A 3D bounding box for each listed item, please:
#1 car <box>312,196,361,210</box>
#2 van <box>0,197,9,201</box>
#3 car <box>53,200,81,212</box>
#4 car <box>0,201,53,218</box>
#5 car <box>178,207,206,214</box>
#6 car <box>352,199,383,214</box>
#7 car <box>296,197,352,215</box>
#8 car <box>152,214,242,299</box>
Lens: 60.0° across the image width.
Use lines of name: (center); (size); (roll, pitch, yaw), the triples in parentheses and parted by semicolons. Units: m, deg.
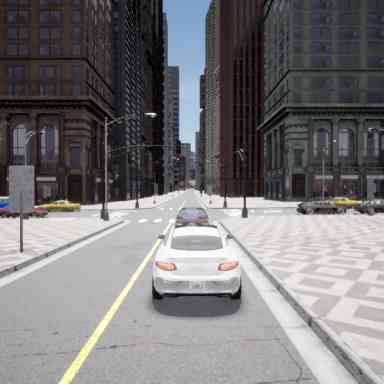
car: (16.716, 1.232, 38.619); (4.829, 1.417, 1.752); (-1, 1, 0)
van: (-20.977, 1.456, 38.673); (3.998, 1.788, 1.690); (-1, 1, 0)
car: (-15.465, 1.584, 38.669); (4.829, 1.417, 1.752); (-1, 1, 0)
car: (-15.298, 1.727, 30.145); (4.206, 1.307, 1.802); (-1, 1, 0)
car: (0.021, 1.533, 17.878); (2.033, 1.411, 5.357); (0, 0, 1)
car: (17.049, 1.341, 30.094); (4.403, 1.369, 2.008); (-1, 1, 0)
car: (11.670, 1.418, 30.103); (4.313, 1.339, 1.947); (-1, 1, 0)
car: (0.096, 1.521, 8.288); (1.812, 1.442, 4.674); (0, 0, 0)
